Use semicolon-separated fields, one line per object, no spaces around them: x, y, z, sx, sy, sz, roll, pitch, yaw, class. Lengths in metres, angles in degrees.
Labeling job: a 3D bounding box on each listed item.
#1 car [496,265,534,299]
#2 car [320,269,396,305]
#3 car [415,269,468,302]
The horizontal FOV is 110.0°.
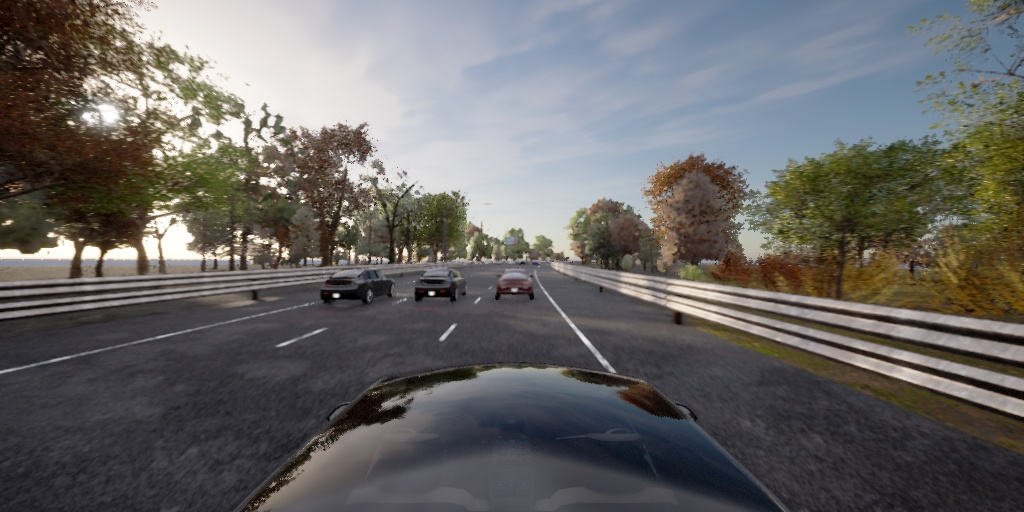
0.165;1.392;18.714;1.812;1.442;4.674;0;0;1;car
-6.880;1.327;16.545;1.837;1.490;4.892;0;0;1;car
-3.362;1.350;17.631;1.837;1.490;4.892;0;0;1;car
